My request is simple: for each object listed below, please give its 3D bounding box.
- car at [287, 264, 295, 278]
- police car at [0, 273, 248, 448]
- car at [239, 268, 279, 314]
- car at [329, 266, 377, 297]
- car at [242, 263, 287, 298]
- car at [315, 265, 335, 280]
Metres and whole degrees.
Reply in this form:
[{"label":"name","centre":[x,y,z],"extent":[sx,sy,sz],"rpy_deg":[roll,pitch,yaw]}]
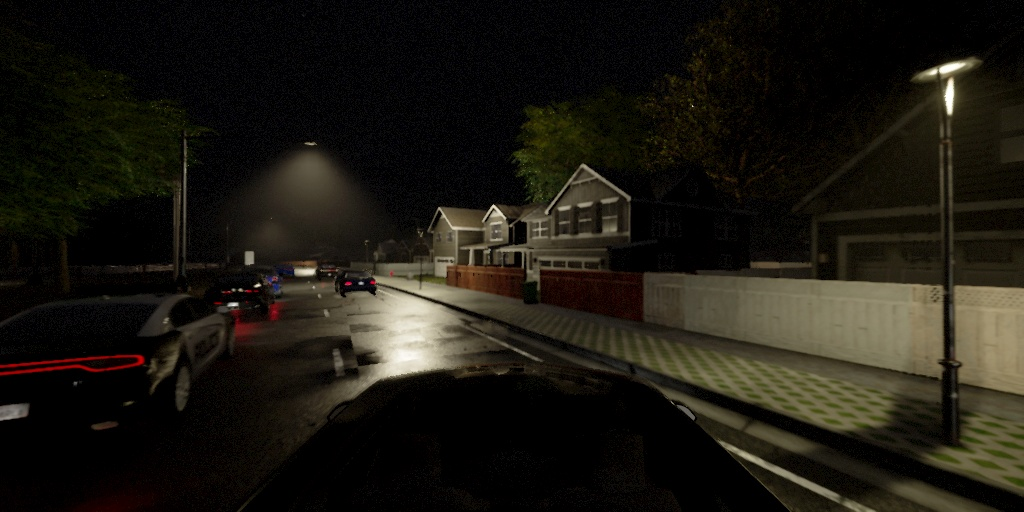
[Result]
[{"label":"car","centre":[-24.869,1.634,39.153],"extent":[1.882,1.535,5.008],"rpy_deg":[0,0,-34]},{"label":"police car","centre":[-5.759,1.230,5.509],"extent":[1.930,1.638,5.238],"rpy_deg":[0,-1,-28]},{"label":"car","centre":[-10.569,1.410,14.170],"extent":[1.837,1.490,4.892],"rpy_deg":[0,-1,-30]},{"label":"car","centre":[-9.234,1.516,21.064],"extent":[2.033,1.411,5.357],"rpy_deg":[0,-1,-31]},{"label":"car","centre":[-13.585,1.311,19.338],"extent":[2.097,1.767,4.553],"rpy_deg":[0,-1,-31]},{"label":"car","centre":[-18.776,1.613,36.308],"extent":[2.128,1.511,4.902],"rpy_deg":[0,-1,-33]}]
